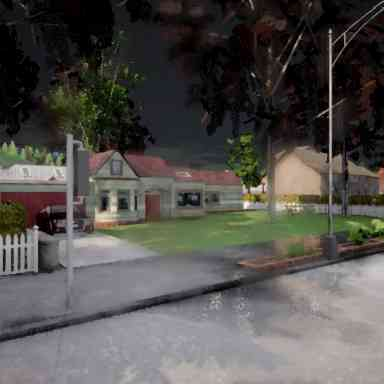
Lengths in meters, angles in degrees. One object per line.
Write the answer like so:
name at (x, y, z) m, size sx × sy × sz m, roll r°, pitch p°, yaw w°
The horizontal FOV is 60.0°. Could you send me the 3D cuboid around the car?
car at (-6.299, 1.300, 16.141) m, size 1.994 × 1.381 × 4.181 m, roll 0°, pitch 0°, yaw -37°
